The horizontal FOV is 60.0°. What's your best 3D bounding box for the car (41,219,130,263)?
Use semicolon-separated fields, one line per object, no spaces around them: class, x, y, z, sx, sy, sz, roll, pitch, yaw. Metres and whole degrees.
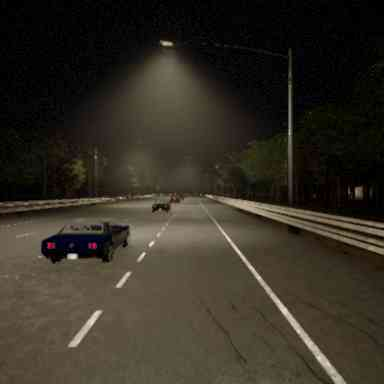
car;-3.501;1.604;11.974;1.895;1.301;4.718;0;0;0

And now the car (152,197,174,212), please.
car;-3.493;1.624;38.963;1.895;1.301;4.718;0;0;0

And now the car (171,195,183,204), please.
car;-3.414;1.416;68.118;2.097;1.767;4.553;0;0;0
